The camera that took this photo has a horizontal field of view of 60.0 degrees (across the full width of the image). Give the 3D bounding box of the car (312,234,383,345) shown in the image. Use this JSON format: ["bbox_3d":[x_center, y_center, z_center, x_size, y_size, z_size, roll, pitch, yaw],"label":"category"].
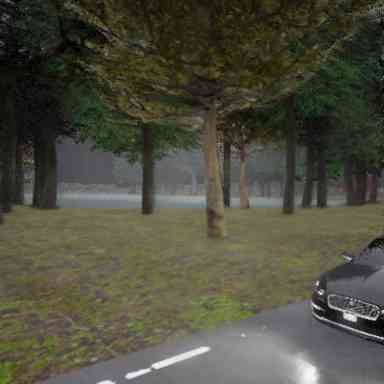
[{"bbox_3d":[4.203,1.519,6.107,4.892,1.490,1.837,0,0,-36],"label":"car"}]
